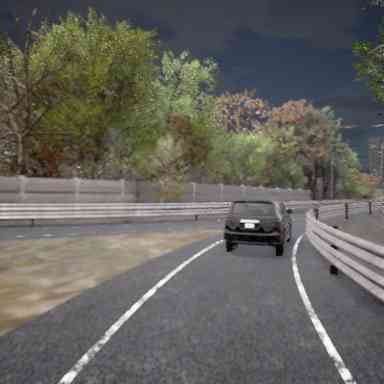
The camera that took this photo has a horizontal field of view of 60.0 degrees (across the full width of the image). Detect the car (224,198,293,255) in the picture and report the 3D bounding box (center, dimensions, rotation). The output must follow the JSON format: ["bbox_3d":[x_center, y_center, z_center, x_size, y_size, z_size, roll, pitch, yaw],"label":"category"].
[{"bbox_3d":[2.916,1.265,13.973,2.150,2.045,5.566,1,0,20],"label":"car"}]

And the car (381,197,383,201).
[{"bbox_3d":[37.108,1.938,61.554,2.033,1.411,5.357,1,0,39],"label":"car"}]

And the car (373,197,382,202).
[{"bbox_3d":[38.760,1.770,68.782,1.882,1.535,5.008,1,-1,39],"label":"car"}]
